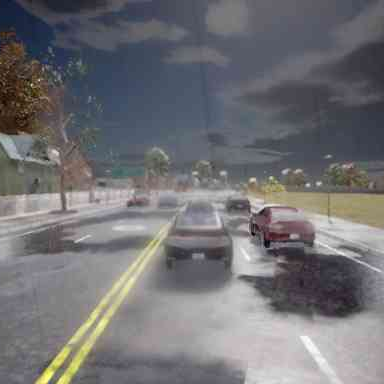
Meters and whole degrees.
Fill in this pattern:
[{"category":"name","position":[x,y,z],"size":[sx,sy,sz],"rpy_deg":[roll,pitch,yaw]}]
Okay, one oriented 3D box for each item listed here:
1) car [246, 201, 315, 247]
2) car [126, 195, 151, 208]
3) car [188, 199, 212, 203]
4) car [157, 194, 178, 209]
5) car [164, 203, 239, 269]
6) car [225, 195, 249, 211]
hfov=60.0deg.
[{"category":"car","position":[3.532,1.294,13.541],"size":[1.812,1.442,4.674],"rpy_deg":[0,1,1]},{"category":"car","position":[-5.685,1.003,35.719],"size":[1.895,1.301,4.718],"rpy_deg":[0,1,3]},{"category":"car","position":[0.613,1.163,25.887],"size":[1.895,1.301,4.718],"rpy_deg":[0,1,2]},{"category":"car","position":[-2.467,0.960,35.018],"size":[2.033,1.411,5.357],"rpy_deg":[0,1,3]},{"category":"car","position":[0.212,1.310,10.518],"size":[2.128,1.511,4.902],"rpy_deg":[0,1,1]},{"category":"car","position":[4.008,0.983,29.333],"size":[1.882,1.535,5.008],"rpy_deg":[0,1,3]}]
